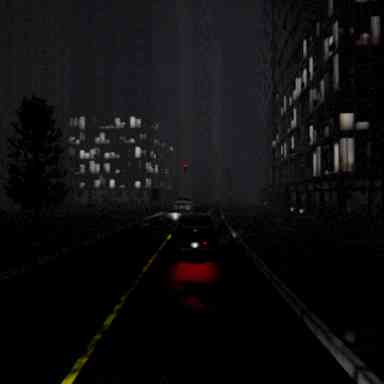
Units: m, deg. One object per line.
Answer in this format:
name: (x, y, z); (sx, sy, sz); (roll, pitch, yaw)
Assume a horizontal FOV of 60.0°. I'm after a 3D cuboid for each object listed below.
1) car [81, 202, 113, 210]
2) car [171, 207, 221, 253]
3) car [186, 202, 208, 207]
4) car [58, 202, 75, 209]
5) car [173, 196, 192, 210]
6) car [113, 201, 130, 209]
car: (-15.676, 2.275, 53.570); (4.403, 1.369, 2.008); (-1, 0, 13)
car: (0.173, 1.638, 14.247); (1.837, 1.490, 4.892); (0, 0, 2)
car: (0.794, 1.824, 29.165); (1.994, 1.385, 4.181); (0, 0, 3)
car: (-24.714, 2.617, 64.294); (4.313, 1.339, 1.947); (-1, 0, 13)
car: (-1.125, 1.589, 44.440); (2.150, 2.045, 5.566); (0, -1, 5)
car: (-13.763, 2.381, 61.728); (4.403, 1.369, 2.008); (-1, 0, 13)
